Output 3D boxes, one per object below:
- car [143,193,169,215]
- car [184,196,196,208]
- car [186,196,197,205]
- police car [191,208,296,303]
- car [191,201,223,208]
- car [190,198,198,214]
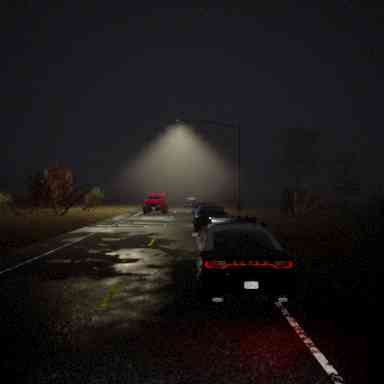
[{"bbox_3d":[-3.581,1.173,33.773,2.150,2.045,5.566,0,0,0],"label":"car"},{"bbox_3d":[-0.075,1.413,45.783,2.128,1.511,4.902,0,0,0],"label":"car"},{"bbox_3d":[-0.148,1.405,59.117,1.812,1.442,4.674,0,0,0],"label":"car"},{"bbox_3d":[1.030,1.419,8.388,1.930,1.638,5.238,0,0,0],"label":"police car"},{"bbox_3d":[1.007,1.487,18.279,1.837,1.490,4.892,0,0,0],"label":"car"},{"bbox_3d":[0.993,1.449,24.281,1.882,1.535,5.008,0,0,0],"label":"car"}]
